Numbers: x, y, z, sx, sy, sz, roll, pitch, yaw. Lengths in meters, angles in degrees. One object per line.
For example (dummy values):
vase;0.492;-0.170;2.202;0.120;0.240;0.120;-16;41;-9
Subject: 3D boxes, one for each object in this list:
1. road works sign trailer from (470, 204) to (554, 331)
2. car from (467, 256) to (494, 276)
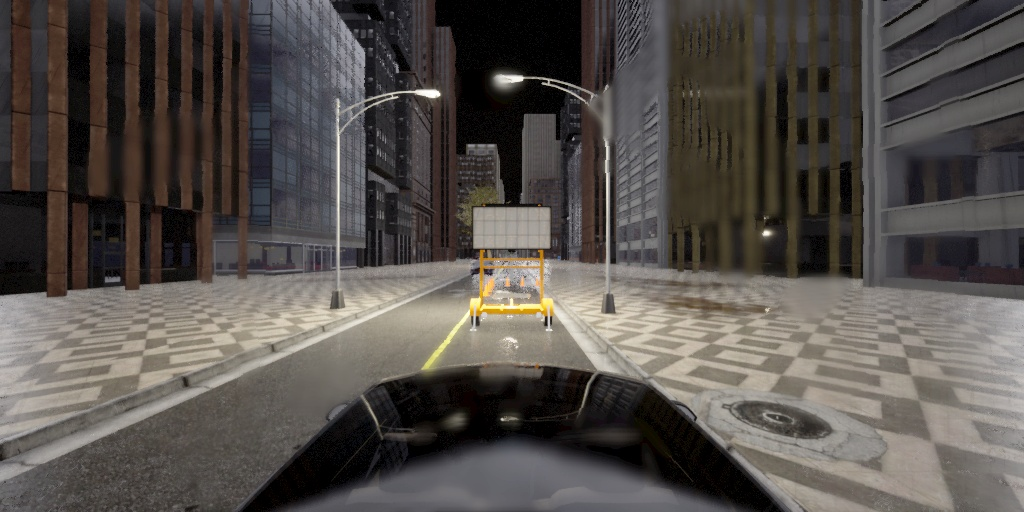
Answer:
road works sign trailer;-0.010;0.215;10.971;2.380;3.560;2.880;0;0;0
car;-3.039;1.110;37.003;2.097;1.767;4.553;0;0;0
